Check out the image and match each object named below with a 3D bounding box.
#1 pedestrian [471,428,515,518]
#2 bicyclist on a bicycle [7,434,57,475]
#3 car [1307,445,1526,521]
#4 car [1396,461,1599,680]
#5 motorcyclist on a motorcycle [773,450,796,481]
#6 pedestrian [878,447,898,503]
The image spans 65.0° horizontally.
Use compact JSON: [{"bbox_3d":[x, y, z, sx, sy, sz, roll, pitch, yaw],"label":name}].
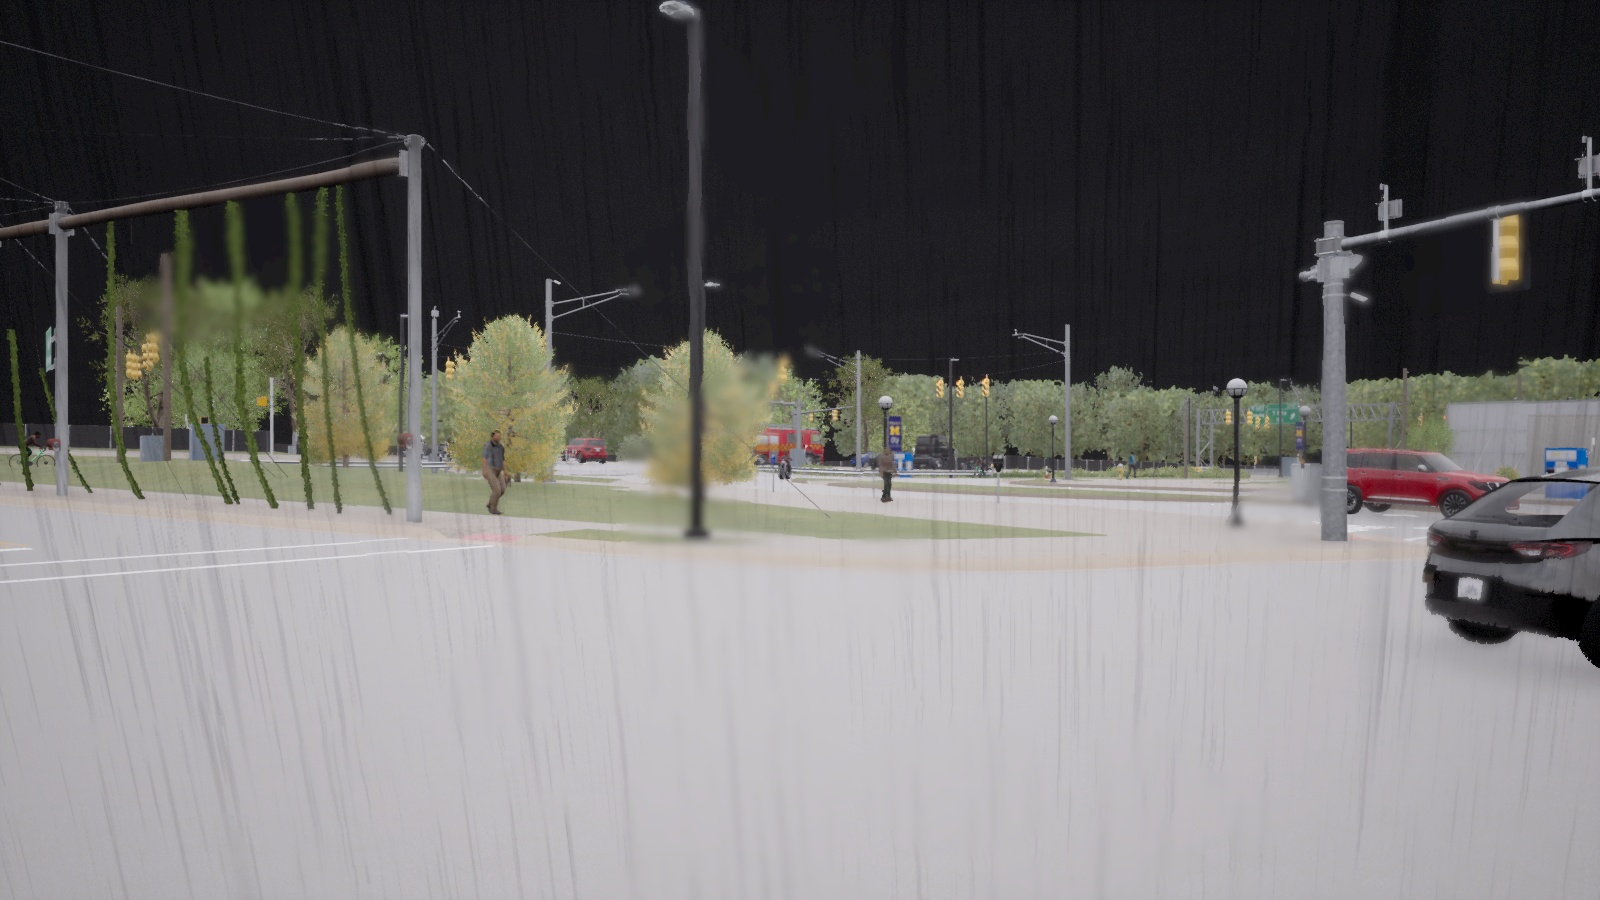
[{"bbox_3d":[-6.442,0.474,26.366,0.694,1.848,0.540,0,0,30],"label":"pedestrian"},{"bbox_3d":[-31.453,0.190,51.429,1.656,1.620,0.582,2,-1,-34],"label":"bicyclist on a bicycle"},{"bbox_3d":[18.649,0.938,38.240,2.150,2.045,5.566,0,1,-38],"label":"car"},{"bbox_3d":[7.125,0.819,9.727,4.193,1.474,1.816,-1,-1,-7],"label":"car"},{"bbox_3d":[-0.862,0.855,69.350,0.766,1.649,2.350,2,0,11],"label":"motorcyclist on a motorcycle"},{"bbox_3d":[2.908,0.828,41.552,0.331,1.846,0.634,0,0,-34],"label":"pedestrian"}]
